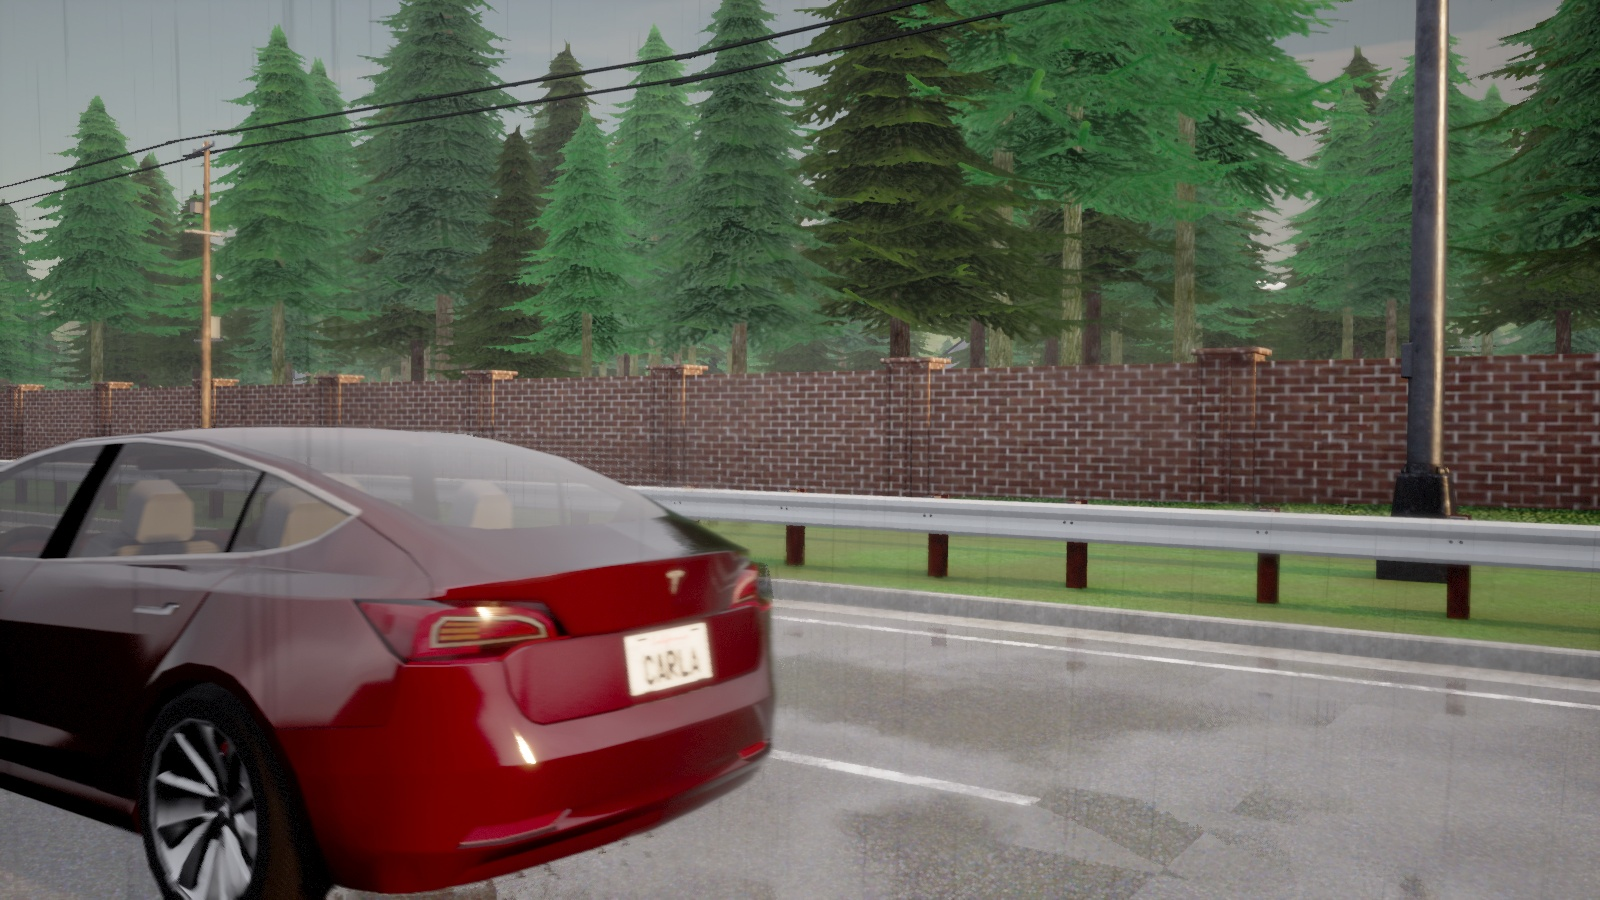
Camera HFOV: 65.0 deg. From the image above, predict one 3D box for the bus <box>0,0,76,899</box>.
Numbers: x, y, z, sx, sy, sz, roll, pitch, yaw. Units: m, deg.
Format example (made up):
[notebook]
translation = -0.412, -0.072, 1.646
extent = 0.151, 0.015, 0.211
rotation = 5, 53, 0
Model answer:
[bus]
translation = -6.963, -0.637, 4.042
extent = 10.273, 4.253, 3.944
rotation = 2, 2, 34

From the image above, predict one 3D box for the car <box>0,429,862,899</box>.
[car]
translation = -2.363, 0.682, 5.184
extent = 4.792, 1.488, 2.163
rotation = 0, 1, 34
